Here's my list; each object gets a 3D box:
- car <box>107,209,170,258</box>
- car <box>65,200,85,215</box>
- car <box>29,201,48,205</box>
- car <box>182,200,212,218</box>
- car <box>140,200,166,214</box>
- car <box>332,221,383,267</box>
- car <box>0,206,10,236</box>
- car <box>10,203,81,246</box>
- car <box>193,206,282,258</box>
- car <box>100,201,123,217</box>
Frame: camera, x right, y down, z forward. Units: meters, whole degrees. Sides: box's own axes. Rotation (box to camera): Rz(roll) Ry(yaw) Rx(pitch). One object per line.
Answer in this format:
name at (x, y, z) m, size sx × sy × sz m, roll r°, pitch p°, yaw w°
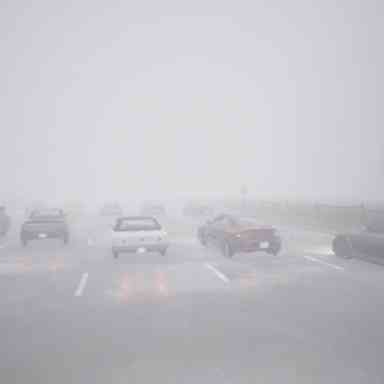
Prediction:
car at (-2.192, 1.587, 12.883) m, size 1.895 × 1.301 × 4.718 m, roll -1°, pitch 0°, yaw -15°
car at (-11.902, 1.511, 33.454) m, size 1.882 × 1.535 × 5.008 m, roll -1°, pitch 0°, yaw -17°
car at (-15.749, 1.638, 34.093) m, size 1.994 × 1.385 × 4.181 m, roll -1°, pitch 0°, yaw -17°
car at (0.519, 1.435, 28.636) m, size 1.812 × 1.442 × 4.674 m, roll -1°, pitch 0°, yaw -17°
car at (-3.577, 1.476, 30.104) m, size 1.812 × 1.442 × 4.674 m, roll -1°, pitch 0°, yaw -17°
car at (5.949, 1.469, 9.527) m, size 1.994 × 1.385 × 4.181 m, roll -1°, pitch 0°, yaw -12°
car at (-10.115, 1.288, 15.333) m, size 2.150 × 2.045 × 5.566 m, roll -1°, pitch 0°, yaw -16°
car at (-6.589, 1.519, 15.534) m, size 2.128 × 1.511 × 4.902 m, roll -1°, pitch 0°, yaw -16°
car at (1.629, 1.470, 12.501) m, size 1.812 × 1.442 × 4.674 m, roll -1°, pitch 0°, yaw -15°
car at (-7.561, 1.556, 31.170) m, size 1.994 × 1.385 × 4.181 m, roll -1°, pitch 0°, yaw -17°
